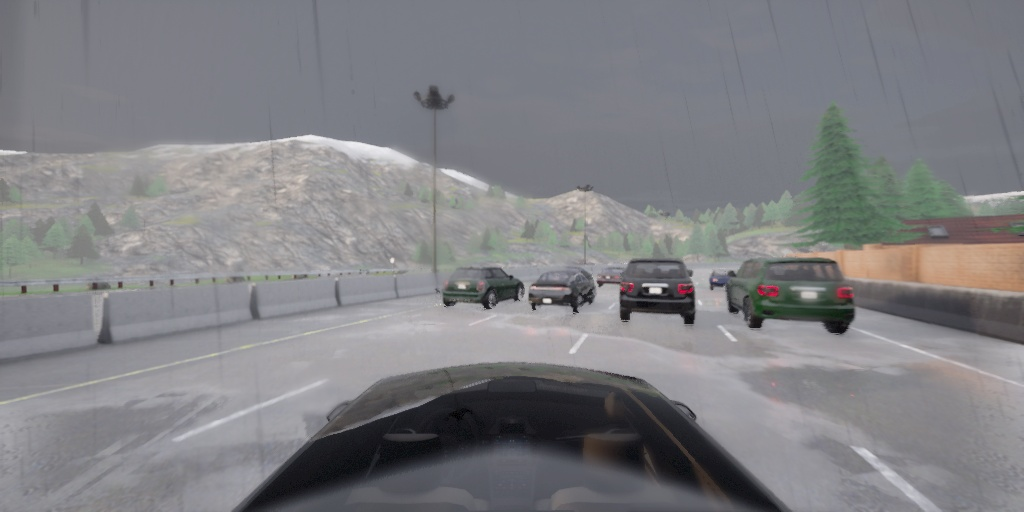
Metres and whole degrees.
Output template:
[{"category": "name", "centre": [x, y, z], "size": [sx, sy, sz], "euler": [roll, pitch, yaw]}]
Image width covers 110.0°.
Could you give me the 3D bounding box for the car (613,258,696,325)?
[{"category": "car", "centre": [5.063, 1.073, 12.575], "size": [2.150, 2.045, 5.566], "euler": [0, 0, 23]}]

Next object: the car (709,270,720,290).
[{"category": "car", "centre": [14.304, 1.551, 24.125], "size": [1.895, 1.301, 4.718], "euler": [0, -1, 28]}]

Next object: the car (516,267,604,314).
[{"category": "car", "centre": [2.181, 1.362, 14.699], "size": [2.128, 1.511, 4.902], "euler": [0, 0, 23]}]

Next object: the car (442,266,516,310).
[{"category": "car", "centre": [-1.101, 1.233, 15.917], "size": [2.097, 1.767, 4.553], "euler": [0, -1, 23]}]

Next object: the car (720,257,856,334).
[{"category": "car", "centre": [8.309, 1.059, 11.266], "size": [2.150, 2.045, 5.566], "euler": [0, 0, 23]}]

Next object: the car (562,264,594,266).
[{"category": "car", "centre": [5.047, 1.565, 29.064], "size": [1.994, 1.385, 4.181], "euler": [0, -1, 29]}]

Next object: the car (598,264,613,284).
[{"category": "car", "centre": [7.716, 1.525, 26.674], "size": [2.033, 1.411, 5.357], "euler": [0, -1, 28]}]
